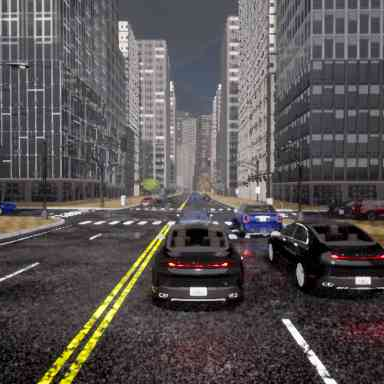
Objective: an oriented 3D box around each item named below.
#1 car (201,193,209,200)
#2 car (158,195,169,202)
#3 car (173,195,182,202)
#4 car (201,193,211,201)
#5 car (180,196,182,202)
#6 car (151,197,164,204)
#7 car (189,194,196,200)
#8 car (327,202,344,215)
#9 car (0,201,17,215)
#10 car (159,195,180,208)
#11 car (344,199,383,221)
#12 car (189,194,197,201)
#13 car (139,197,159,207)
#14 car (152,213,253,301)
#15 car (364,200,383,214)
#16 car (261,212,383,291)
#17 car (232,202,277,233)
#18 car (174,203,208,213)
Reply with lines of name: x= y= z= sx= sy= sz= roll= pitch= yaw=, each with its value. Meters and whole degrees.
car: x=3.485 y=1.093 z=89.739 sx=2.097 sy=1.767 sz=4.553 roll=0 pitch=0 yaw=0
car: x=-6.309 y=1.410 z=73.396 sx=1.882 sy=1.535 sz=5.008 roll=0 pitch=0 yaw=0
car: x=-3.060 y=1.457 z=72.779 sx=1.812 sy=1.442 sz=4.674 roll=0 pitch=0 yaw=0
car: x=3.459 y=1.392 z=79.350 sx=1.882 sy=1.535 sz=5.008 roll=0 pitch=0 yaw=0
car: x=-3.172 y=1.455 z=59.355 sx=1.837 sy=1.490 sz=4.892 roll=0 pitch=0 yaw=0
car: x=-6.391 y=1.547 z=62.470 sx=1.895 sy=1.301 sz=4.718 roll=0 pitch=0 yaw=1
car: x=0.235 y=1.216 z=89.779 sx=1.882 sy=1.535 sz=5.008 roll=0 pitch=0 yaw=0
car: x=16.517 y=1.616 z=34.309 sx=4.892 sy=1.490 sz=1.837 roll=1 pitch=1 yaw=1
car: x=-19.422 y=1.319 z=31.798 sx=5.008 sy=1.535 sz=1.882 roll=1 pitch=1 yaw=1
car: x=-3.214 y=1.468 z=48.292 sx=1.837 sy=1.490 sz=4.892 roll=0 pitch=0 yaw=0
car: x=16.275 y=1.518 z=28.529 sx=5.009 sy=1.841 sz=2.192 roll=1 pitch=0 yaw=1
car: x=0.209 y=1.392 z=79.361 sx=1.882 sy=1.535 sz=5.008 roll=0 pitch=0 yaw=0
car: x=-6.460 y=1.489 z=49.065 sx=1.812 sy=1.442 sz=4.674 roll=0 pitch=0 yaw=2
car: x=0.120 y=1.500 z=8.261 sx=1.837 sy=1.490 sz=4.892 roll=0 pitch=0 yaw=0
car: x=21.906 y=1.641 z=36.801 sx=4.829 sy=1.417 sz=1.752 roll=1 pitch=0 yaw=1
car: x=3.374 y=1.500 z=8.968 sx=1.837 sy=1.490 sz=4.892 roll=0 pitch=0 yaw=0
car: x=3.395 y=1.341 z=18.051 sx=2.097 sy=1.767 sz=4.553 roll=0 pitch=0 yaw=0
car: x=0.147 y=1.537 z=17.816 sx=2.033 sy=1.411 sz=5.357 roll=0 pitch=0 yaw=0
